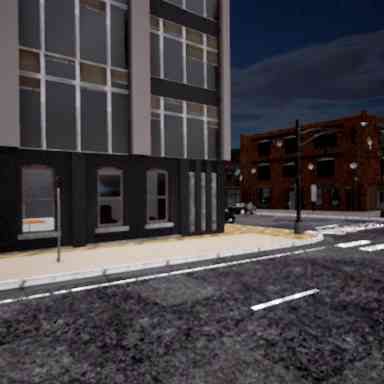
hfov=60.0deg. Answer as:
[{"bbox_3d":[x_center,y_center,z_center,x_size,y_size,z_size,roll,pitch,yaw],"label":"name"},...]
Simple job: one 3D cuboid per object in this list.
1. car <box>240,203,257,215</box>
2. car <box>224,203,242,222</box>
[{"bbox_3d":[5.450,1.904,38.252,2.008,1.369,4.403,-2,0,-37],"label":"car"},{"bbox_3d":[1.825,1.924,28.658,1.947,1.339,4.313,-2,0,-37],"label":"car"}]
